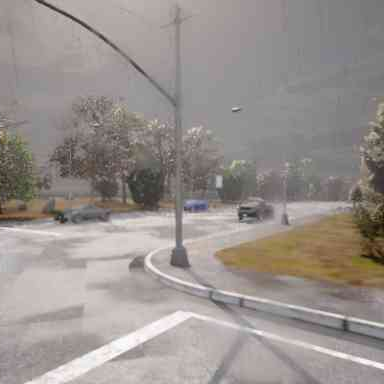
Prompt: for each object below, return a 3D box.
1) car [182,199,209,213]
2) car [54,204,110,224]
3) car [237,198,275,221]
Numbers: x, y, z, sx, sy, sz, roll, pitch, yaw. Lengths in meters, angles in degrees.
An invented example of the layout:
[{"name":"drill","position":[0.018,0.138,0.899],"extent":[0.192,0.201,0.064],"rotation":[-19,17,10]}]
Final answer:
[{"name":"car","position":[0.201,1.584,38.975],"extent":[1.882,1.535,5.008],"rotation":[-1,0,32]},{"name":"car","position":[-8.389,1.652,25.639],"extent":[1.994,1.385,4.181],"rotation":[-1,0,34]},{"name":"car","position":[5.313,1.511,27.249],"extent":[1.837,1.490,4.892],"rotation":[0,0,33]}]
